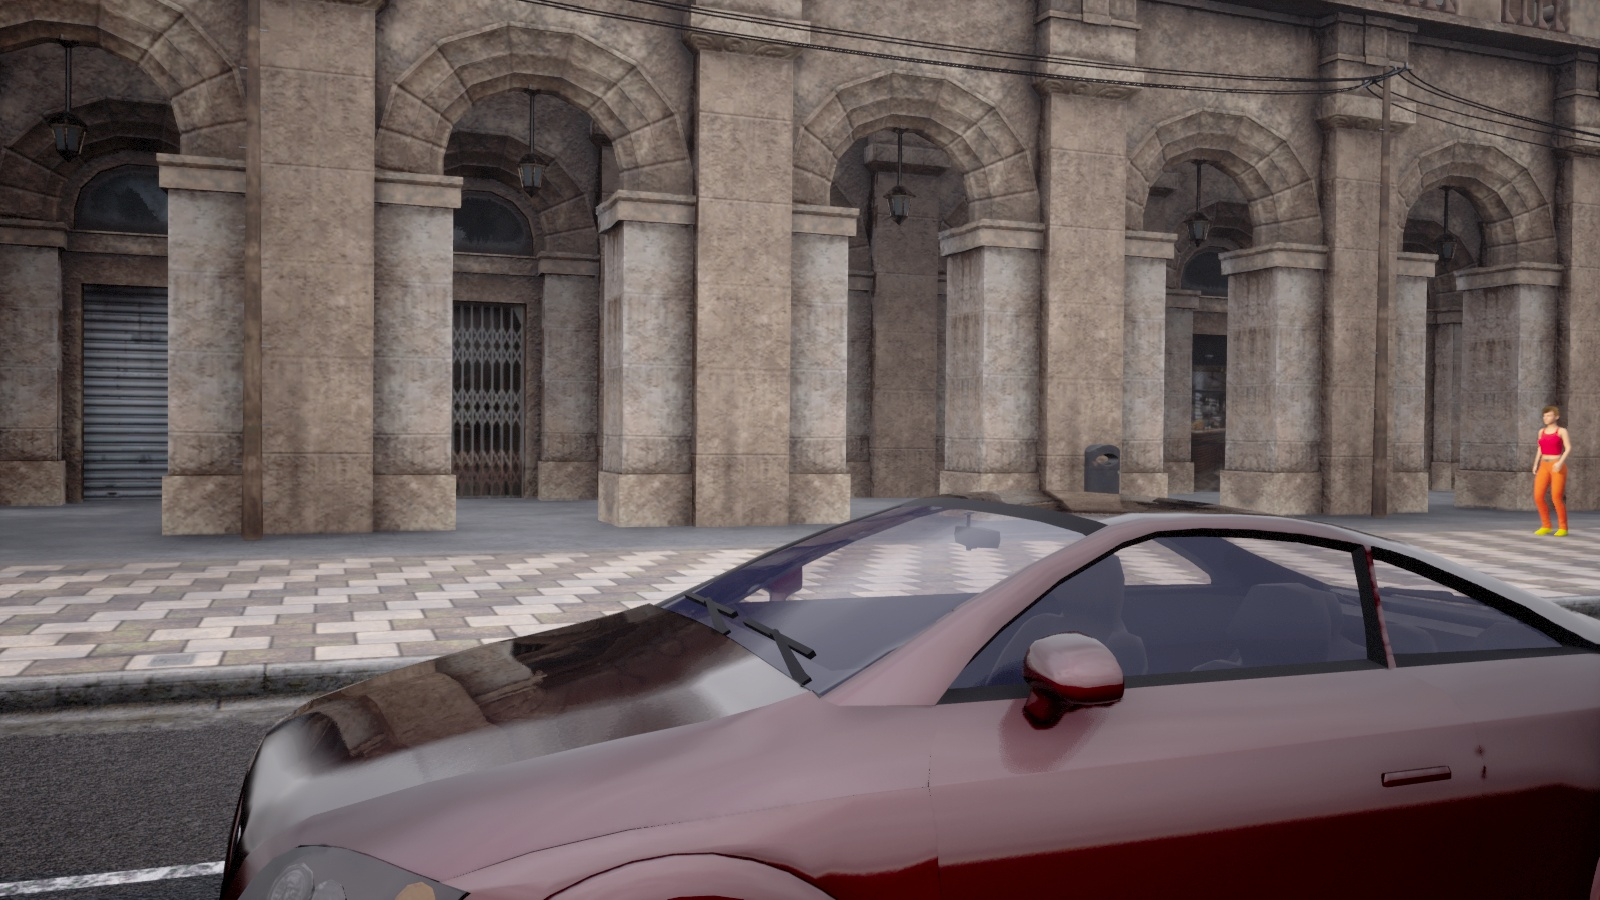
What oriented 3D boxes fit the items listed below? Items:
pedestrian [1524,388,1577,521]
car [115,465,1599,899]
[{"bbox_3d":[10.533,0.054,17.614,0.594,1.836,0.345,-1,1,-21],"label":"pedestrian"},{"bbox_3d":[0.623,0.799,3.482,4.181,1.385,1.994,-1,1,-21],"label":"car"}]
